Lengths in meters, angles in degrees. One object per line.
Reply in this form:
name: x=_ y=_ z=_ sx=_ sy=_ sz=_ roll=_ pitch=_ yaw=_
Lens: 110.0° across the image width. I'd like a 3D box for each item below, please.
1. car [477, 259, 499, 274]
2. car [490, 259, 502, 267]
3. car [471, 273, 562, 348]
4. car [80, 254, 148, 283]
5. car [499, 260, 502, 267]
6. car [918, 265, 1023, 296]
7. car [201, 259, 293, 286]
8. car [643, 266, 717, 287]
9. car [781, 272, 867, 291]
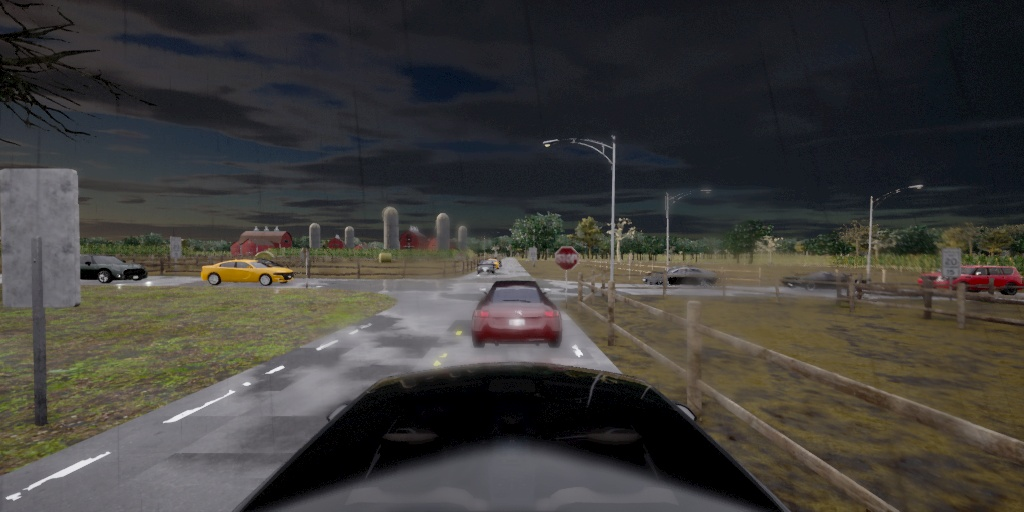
car: x=-2.814 y=1.210 z=39.880 sx=2.128 sy=1.511 sz=4.902 roll=0 pitch=0 yaw=-1
car: x=-2.815 y=1.238 z=63.928 sx=1.994 sy=1.385 sz=4.181 roll=0 pitch=0 yaw=1
car: x=0.098 y=1.311 z=9.250 sx=1.994 sy=1.385 sz=4.181 roll=0 pitch=0 yaw=0
car: x=-25.575 y=0.702 z=22.229 sx=4.553 sy=1.767 sz=2.097 roll=1 pitch=1 yaw=0
car: x=-2.844 y=1.178 z=50.815 sx=1.882 sy=1.535 sz=5.008 roll=0 pitch=0 yaw=0
car: x=32.563 y=1.665 z=25.511 sx=5.566 sy=2.045 sz=2.150 roll=1 pitch=1 yaw=0
car: x=-16.329 y=0.979 z=22.283 sx=5.008 sy=1.535 sz=1.882 roll=1 pitch=1 yaw=0
car: x=11.821 y=1.468 z=25.400 sx=4.902 sy=1.511 sz=2.128 roll=1 pitch=1 yaw=0
car: x=22.045 y=1.796 z=25.463 sx=4.718 sy=1.301 sz=1.895 roll=1 pitch=1 yaw=0
